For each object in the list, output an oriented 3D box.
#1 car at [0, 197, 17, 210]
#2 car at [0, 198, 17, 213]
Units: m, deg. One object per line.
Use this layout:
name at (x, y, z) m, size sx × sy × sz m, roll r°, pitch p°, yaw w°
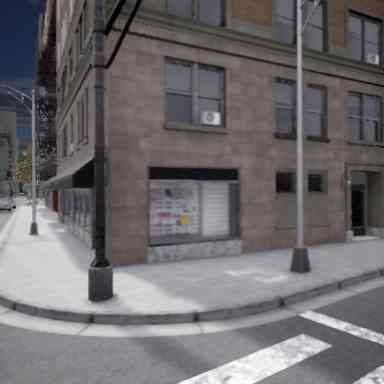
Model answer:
car at (-27.263, 1.636, 49.412) m, size 2.097 × 1.767 × 4.553 m, roll 0°, pitch 0°, yaw -25°
car at (-22.601, 1.771, 40.025) m, size 2.033 × 1.411 × 5.357 m, roll 0°, pitch 0°, yaw -27°
